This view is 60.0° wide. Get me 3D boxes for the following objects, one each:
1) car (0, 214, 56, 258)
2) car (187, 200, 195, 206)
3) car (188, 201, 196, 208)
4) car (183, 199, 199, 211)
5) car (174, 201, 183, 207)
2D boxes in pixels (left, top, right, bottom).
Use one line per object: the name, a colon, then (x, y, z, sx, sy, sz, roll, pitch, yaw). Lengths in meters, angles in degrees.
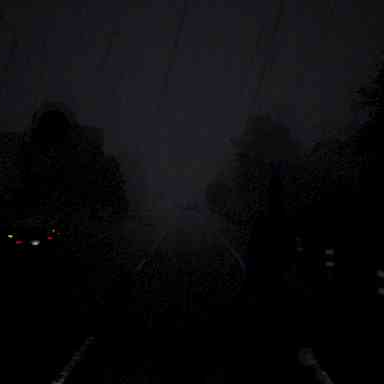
car: (-6.989, 1.621, 13.483, 1.812, 1.442, 4.674, -4, 2, -40)
car: (-0.282, 3.020, 93.407, 1.882, 1.535, 5.008, -1, 0, -7)
car: (0.003, 2.888, 76.880, 1.994, 1.385, 4.181, 0, -1, 0)
car: (0.037, 2.267, 56.141, 2.097, 1.767, 4.553, 0, -1, 1)
car: (-3.249, 2.979, 82.858, 1.812, 1.442, 4.674, 0, -1, 0)
